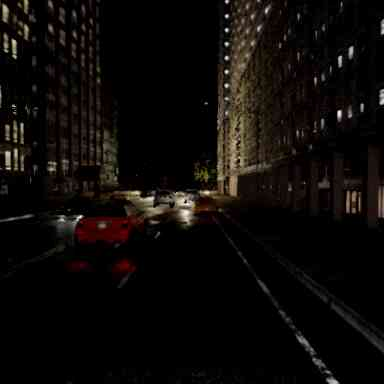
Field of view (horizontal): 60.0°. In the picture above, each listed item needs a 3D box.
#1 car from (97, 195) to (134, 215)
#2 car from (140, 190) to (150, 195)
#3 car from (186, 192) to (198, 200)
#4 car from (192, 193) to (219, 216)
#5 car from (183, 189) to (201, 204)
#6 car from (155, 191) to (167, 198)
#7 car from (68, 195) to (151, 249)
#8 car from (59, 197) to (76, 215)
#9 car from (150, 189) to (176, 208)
[{"bbox_3d":[-6.592,1.100,29.218,2.128,1.511,4.902,0,1,0],"label":"car"},{"bbox_3d":[-9.758,0.364,70.565,2.097,1.767,4.553,0,1,0],"label":"car"},{"bbox_3d":[-0.007,0.730,61.405,1.994,1.385,4.181,0,1,0],"label":"car"},{"bbox_3d":[1.134,1.109,27.570,1.882,1.535,5.008,0,1,0],"label":"car"},{"bbox_3d":[0.001,0.595,46.492,2.150,2.045,5.566,0,1,0],"label":"car"},{"bbox_3d":[-6.508,0.535,70.538,2.128,1.511,4.902,0,1,0],"label":"car"},{"bbox_3d":[-3.151,1.167,13.795,2.097,1.767,4.553,0,1,0],"label":"car"},{"bbox_3d":[-9.843,1.136,28.964,1.812,1.442,4.674,0,1,0],"label":"car"},{"bbox_3d":[-3.153,0.703,38.616,2.150,2.045,5.566,0,1,0],"label":"car"}]
